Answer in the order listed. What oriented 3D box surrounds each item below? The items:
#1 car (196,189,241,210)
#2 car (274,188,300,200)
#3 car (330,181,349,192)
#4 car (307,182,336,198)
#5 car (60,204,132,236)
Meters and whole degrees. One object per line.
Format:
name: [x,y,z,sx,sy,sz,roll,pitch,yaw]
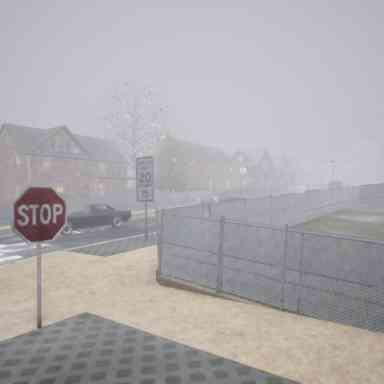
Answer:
car: [2.212,0.577,26.972,2.097,1.767,4.553,-2,1,36]
car: [11.177,0.250,39.101,1.994,1.385,4.181,-1,1,37]
car: [21.174,-0.602,47.937,2.150,2.045,5.566,-1,1,36]
car: [15.280,-0.002,39.847,1.882,1.535,5.008,-1,1,37]
car: [-5.395,1.290,16.696,1.895,1.301,4.718,-1,1,38]
